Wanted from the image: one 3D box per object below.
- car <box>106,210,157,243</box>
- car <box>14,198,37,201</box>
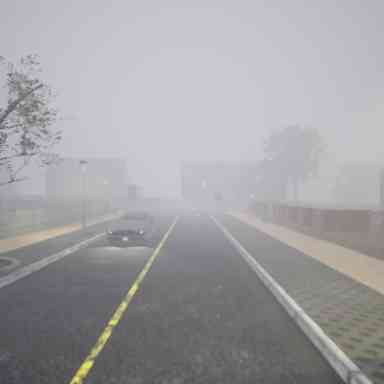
[{"bbox_3d":[-2.856,1.657,16.936,2.033,1.411,5.357,0,0,0],"label":"car"},{"bbox_3d":[-20.573,1.535,41.871,4.902,1.511,2.128,2,1,0],"label":"car"}]
